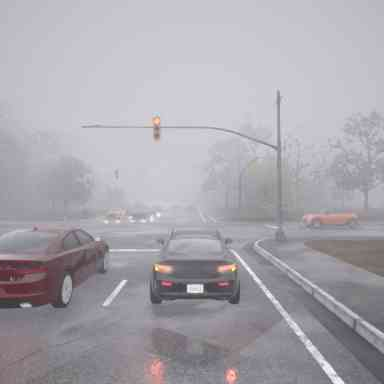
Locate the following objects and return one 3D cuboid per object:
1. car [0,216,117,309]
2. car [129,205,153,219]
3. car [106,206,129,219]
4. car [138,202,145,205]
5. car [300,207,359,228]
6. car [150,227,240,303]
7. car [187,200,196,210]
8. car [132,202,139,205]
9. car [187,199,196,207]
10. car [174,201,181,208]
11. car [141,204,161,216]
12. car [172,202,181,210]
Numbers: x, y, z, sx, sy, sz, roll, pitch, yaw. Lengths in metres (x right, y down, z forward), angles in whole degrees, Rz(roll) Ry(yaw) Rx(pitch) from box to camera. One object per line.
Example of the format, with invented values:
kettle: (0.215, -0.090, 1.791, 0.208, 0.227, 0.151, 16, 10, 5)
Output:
car: (-3.432, 1.556, 8.110, 1.882, 1.535, 5.008, 0, -1, 0)
car: (-7.173, 3.034, 47.162, 1.882, 1.535, 5.008, 0, -2, 1)
car: (-10.684, 3.030, 47.027, 1.882, 1.535, 5.008, 0, -2, 0)
car: (-10.643, 3.039, 66.806, 2.150, 2.045, 5.566, 0, 0, 0)
car: (11.757, 2.162, 28.653, 4.553, 1.767, 2.097, 0, -3, -2)
car: (0.065, 1.606, 8.255, 1.812, 1.442, 4.674, 0, -1, 0)
car: (-0.142, 3.301, 77.266, 1.994, 1.385, 4.181, 0, 0, 0)
car: (-10.687, 3.103, 55.886, 2.097, 1.767, 4.553, 0, -1, 0)
car: (-0.253, 2.890, 87.001, 2.097, 1.767, 4.553, 0, 0, -4)
car: (-3.761, 3.223, 86.876, 1.812, 1.442, 4.674, 0, 0, -4)
car: (-7.188, 3.265, 57.593, 2.128, 1.511, 4.902, 0, -1, 0)
car: (-3.642, 3.353, 76.965, 1.895, 1.301, 4.718, 0, 0, 0)
